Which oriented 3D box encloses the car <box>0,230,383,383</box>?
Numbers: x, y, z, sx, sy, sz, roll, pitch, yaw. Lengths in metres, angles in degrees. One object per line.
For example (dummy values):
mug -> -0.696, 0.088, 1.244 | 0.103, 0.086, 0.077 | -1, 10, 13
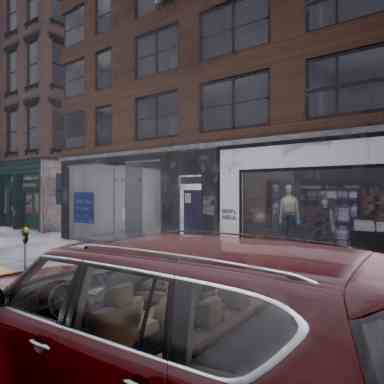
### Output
car -> -0.490, 1.315, 3.164 | 5.009, 1.841, 2.192 | 0, 0, 36
